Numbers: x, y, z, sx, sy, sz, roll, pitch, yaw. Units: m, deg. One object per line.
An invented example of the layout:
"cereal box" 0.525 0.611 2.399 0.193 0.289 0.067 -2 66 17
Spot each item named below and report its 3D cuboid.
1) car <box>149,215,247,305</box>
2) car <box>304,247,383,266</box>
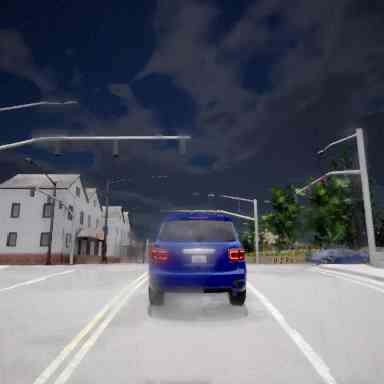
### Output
"car" 0.084 1.760 9.277 2.150 2.045 5.566 0 -7 -1
"car" 11.518 5.044 25.782 5.357 1.411 2.033 0 -12 -2
